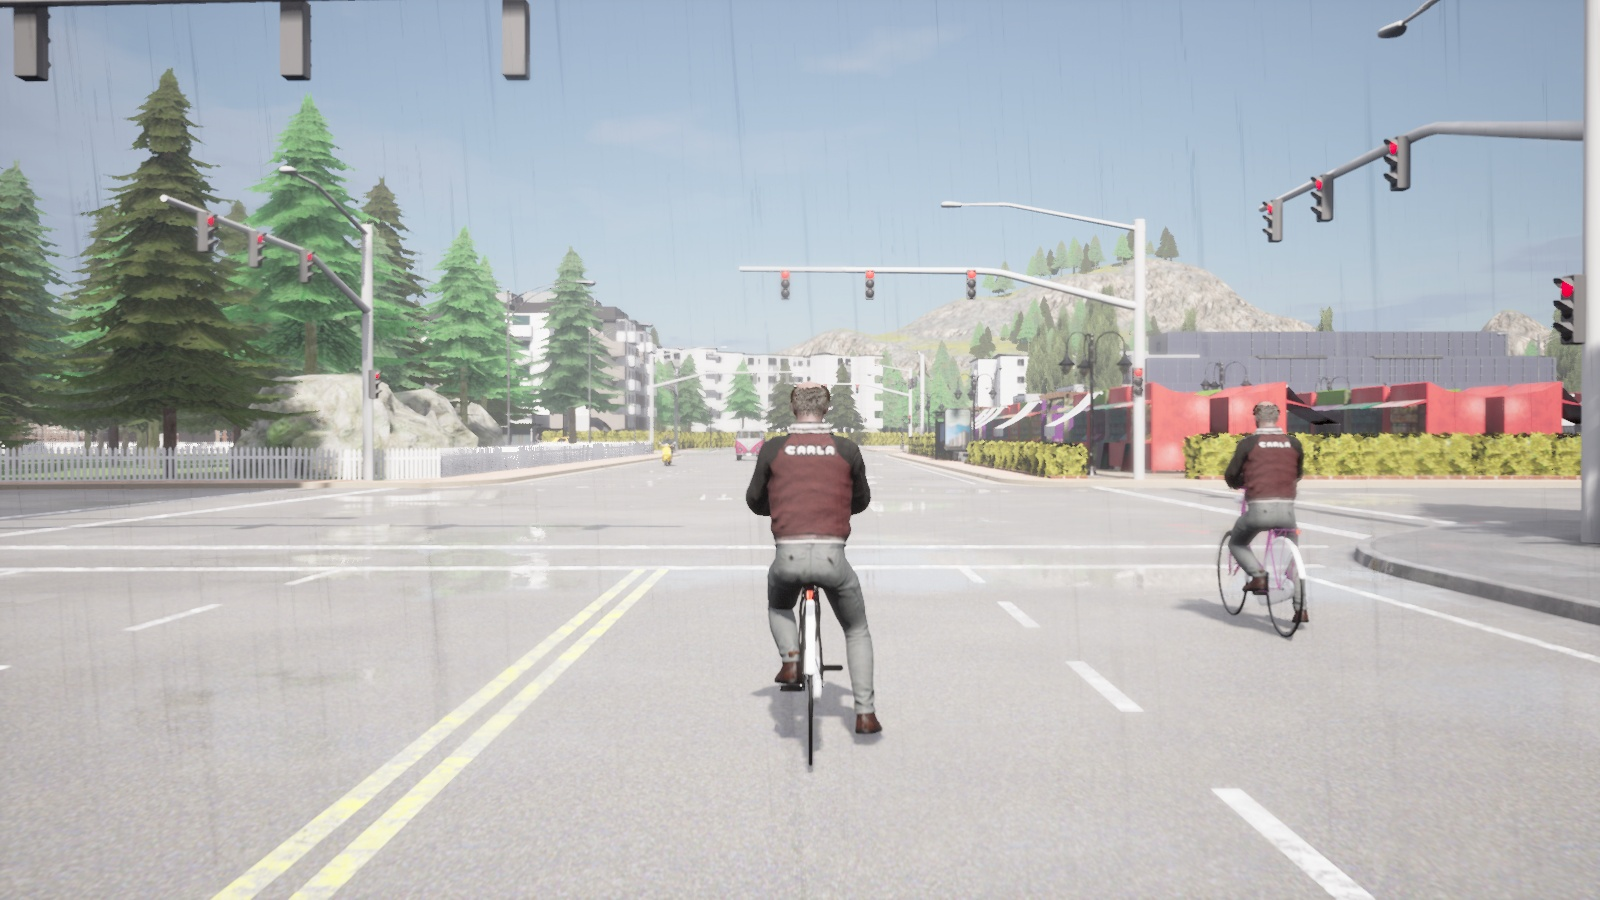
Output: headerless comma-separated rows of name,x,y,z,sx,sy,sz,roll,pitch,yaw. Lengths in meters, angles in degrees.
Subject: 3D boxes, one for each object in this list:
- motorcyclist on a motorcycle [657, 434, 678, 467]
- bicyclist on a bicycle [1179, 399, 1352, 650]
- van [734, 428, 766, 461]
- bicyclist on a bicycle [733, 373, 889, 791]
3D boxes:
motorcyclist on a motorcycle,-6.638,0.012,62.856,0.866,1.590,1.817,0,1,0
bicyclist on a bicycle,3.570,0.512,9.804,0.659,1.776,1.843,0,1,0
van,-3.057,-0.344,77.472,1.775,1.987,4.442,0,1,0
bicyclist on a bicycle,0.050,0.548,6.244,0.659,1.776,1.843,0,1,0
